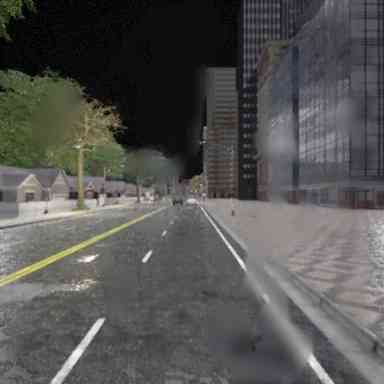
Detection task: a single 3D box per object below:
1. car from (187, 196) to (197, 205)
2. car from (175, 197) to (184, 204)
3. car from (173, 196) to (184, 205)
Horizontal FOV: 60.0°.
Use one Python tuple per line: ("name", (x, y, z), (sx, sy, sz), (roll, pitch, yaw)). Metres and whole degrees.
("car", (0.032, 1.928, 75.783), (2.150, 2.045, 5.566), (0, -1, 0))
("car", (-3.214, 2.126, 86.140), (2.097, 1.767, 4.553), (0, -1, 0))
("car", (-3.218, 1.927, 75.784), (2.150, 2.045, 5.566), (0, -1, 0))
